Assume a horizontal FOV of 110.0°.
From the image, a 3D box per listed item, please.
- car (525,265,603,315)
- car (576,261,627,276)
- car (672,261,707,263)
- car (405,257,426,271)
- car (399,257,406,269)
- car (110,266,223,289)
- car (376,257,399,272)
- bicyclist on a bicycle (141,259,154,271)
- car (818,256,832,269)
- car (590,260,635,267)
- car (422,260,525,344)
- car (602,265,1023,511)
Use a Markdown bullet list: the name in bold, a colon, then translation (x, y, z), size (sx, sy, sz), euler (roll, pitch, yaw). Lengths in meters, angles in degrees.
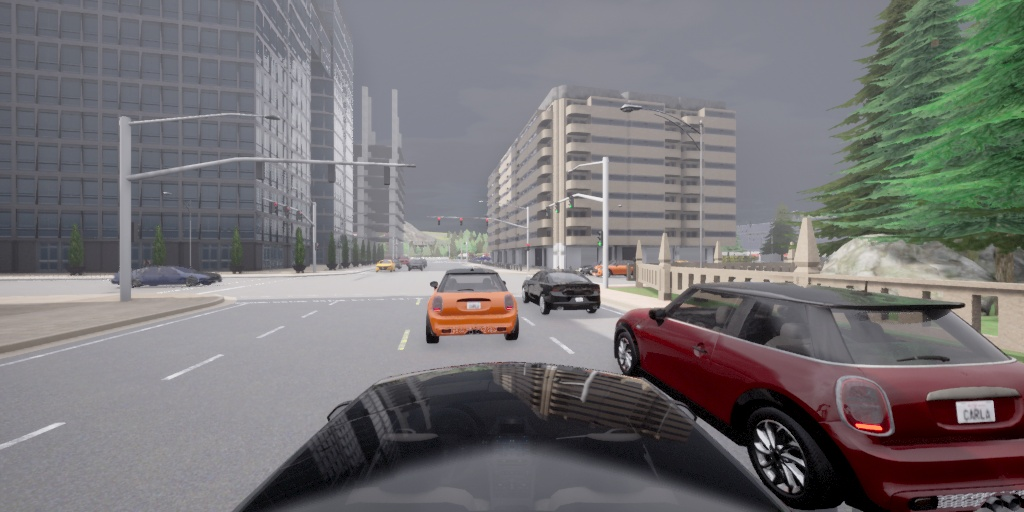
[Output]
- **car**: translation (1.686, 1.228, 13.773), size (1.882, 1.535, 5.008), euler (0, 0, -10)
- **car**: translation (9.480, 1.297, 38.108), size (4.902, 1.511, 2.128), euler (0, 0, -12)
- **car**: translation (18.857, 1.331, 36.575), size (4.674, 1.442, 1.812), euler (0, 0, -12)
- **car**: translation (-13.083, 1.255, 48.868), size (1.837, 1.490, 4.892), euler (0, 0, -12)
- **car**: translation (-17.853, 1.241, 54.441), size (2.128, 1.511, 4.902), euler (0, 0, -12)
- **car**: translation (-22.697, 1.353, 23.765), size (5.357, 1.411, 2.033), euler (0, 0, -15)
- **car**: translation (-15.890, 1.227, 45.227), size (1.882, 1.535, 5.008), euler (0, 0, -12)
- **bicyclist on a bicycle**: translation (-33.998, 1.106, 33.445), size (0.582, 1.620, 1.656), euler (0, 0, -12)
- **car**: translation (35.484, 1.027, 40.221), size (5.566, 2.045, 2.150), euler (0, 0, -12)
- **car**: translation (10.030, 1.157, 34.642), size (4.553, 1.767, 2.097), euler (0, 0, -12)
- **car**: translation (-1.181, 1.102, 9.912), size (2.097, 1.767, 4.553), euler (0, 0, -10)
- **car**: translation (3.015, 1.102, 4.608), size (2.097, 1.767, 4.553), euler (0, 0, -6)
